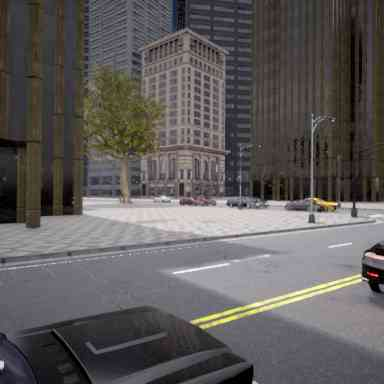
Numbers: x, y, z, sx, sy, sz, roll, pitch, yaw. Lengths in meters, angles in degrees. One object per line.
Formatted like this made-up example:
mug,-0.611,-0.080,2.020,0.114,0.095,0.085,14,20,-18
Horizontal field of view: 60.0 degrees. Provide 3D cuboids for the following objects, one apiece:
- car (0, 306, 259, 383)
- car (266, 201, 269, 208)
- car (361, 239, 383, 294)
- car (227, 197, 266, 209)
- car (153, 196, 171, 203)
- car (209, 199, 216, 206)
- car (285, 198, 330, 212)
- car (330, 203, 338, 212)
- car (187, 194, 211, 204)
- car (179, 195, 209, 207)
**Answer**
car,-1.733,1.601,2.205,4.718,1.301,1.895,0,0,-36
car,8.376,1.463,45.928,2.128,1.511,4.902,1,0,-40
car,5.787,1.488,7.567,4.902,1.511,2.128,0,0,-35
car,6.618,1.432,42.968,2.128,1.511,4.902,1,0,-40
car,-6.412,1.555,72.111,1.812,1.442,4.674,1,-1,-45
car,1.874,1.495,53.522,1.812,1.442,4.674,1,0,-41
car,12.209,1.505,36.022,1.994,1.385,4.181,1,0,-39
car,14.358,1.449,38.557,1.882,1.535,5.008,1,0,-38
car,1.290,1.384,64.123,2.097,1.767,4.553,1,0,-42
car,-0.066,1.464,50.819,1.812,1.442,4.674,1,0,-41
